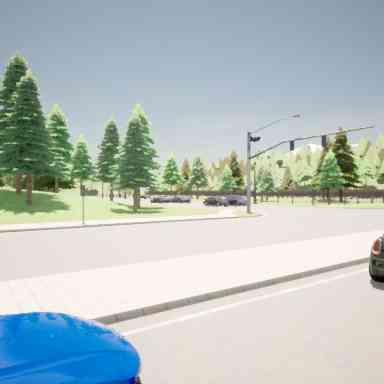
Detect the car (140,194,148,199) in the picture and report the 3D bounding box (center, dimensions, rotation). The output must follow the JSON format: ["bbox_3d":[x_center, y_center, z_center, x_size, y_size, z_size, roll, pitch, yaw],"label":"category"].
[{"bbox_3d":[-11.070,1.091,77.852,1.882,1.535,5.008,0,0,-35],"label":"car"}]

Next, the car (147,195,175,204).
[{"bbox_3d":[-6.071,1.546,64.507,2.033,1.411,5.357,0,0,-34],"label":"car"}]

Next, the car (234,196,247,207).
[{"bbox_3d":[6.897,1.349,51.966,2.097,1.767,4.553,0,0,-35],"label":"car"}]

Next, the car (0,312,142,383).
[{"bbox_3d":[-2.673,1.478,1.845,5.008,1.535,1.882,0,0,-35],"label":"car"}]

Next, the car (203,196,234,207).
[{"bbox_3d":[3.667,1.502,50.475,1.837,1.490,4.892,0,0,-35],"label":"car"}]

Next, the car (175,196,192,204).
[{"bbox_3d":[-2.248,1.546,65.155,2.033,1.411,5.357,0,0,-34],"label":"car"}]

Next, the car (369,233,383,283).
[{"bbox_3d":[6.520,1.351,8.418,4.553,1.767,2.097,0,0,-35],"label":"car"}]
